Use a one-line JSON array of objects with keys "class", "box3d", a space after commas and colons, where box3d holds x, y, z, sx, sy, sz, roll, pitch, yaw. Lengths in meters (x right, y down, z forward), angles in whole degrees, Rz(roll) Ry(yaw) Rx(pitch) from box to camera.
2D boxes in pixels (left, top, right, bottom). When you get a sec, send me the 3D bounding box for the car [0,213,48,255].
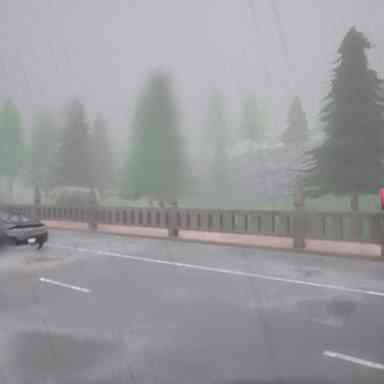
[{"class": "car", "box3d": [-7.970, 1.628, 13.865, 4.902, 1.511, 2.128, -1, 0, 36]}]
